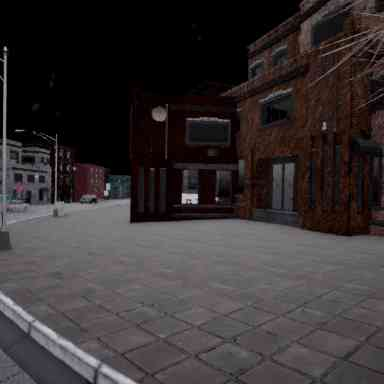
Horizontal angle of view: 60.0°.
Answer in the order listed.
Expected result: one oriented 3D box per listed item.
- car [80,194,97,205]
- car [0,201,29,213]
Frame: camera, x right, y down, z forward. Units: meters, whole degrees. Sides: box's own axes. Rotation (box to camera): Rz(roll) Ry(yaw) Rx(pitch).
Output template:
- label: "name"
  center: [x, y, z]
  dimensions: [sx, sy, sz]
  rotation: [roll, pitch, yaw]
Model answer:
- label: "car"
  center: [-20.772, 1.488, 66.869]
  dimensions: [2.150, 2.045, 5.566]
  rotation: [1, 0, -1]
- label: "car"
  center: [-20.557, 1.665, 37.936]
  dimensions: [1.895, 1.301, 4.718]
  rotation: [1, 0, -2]
